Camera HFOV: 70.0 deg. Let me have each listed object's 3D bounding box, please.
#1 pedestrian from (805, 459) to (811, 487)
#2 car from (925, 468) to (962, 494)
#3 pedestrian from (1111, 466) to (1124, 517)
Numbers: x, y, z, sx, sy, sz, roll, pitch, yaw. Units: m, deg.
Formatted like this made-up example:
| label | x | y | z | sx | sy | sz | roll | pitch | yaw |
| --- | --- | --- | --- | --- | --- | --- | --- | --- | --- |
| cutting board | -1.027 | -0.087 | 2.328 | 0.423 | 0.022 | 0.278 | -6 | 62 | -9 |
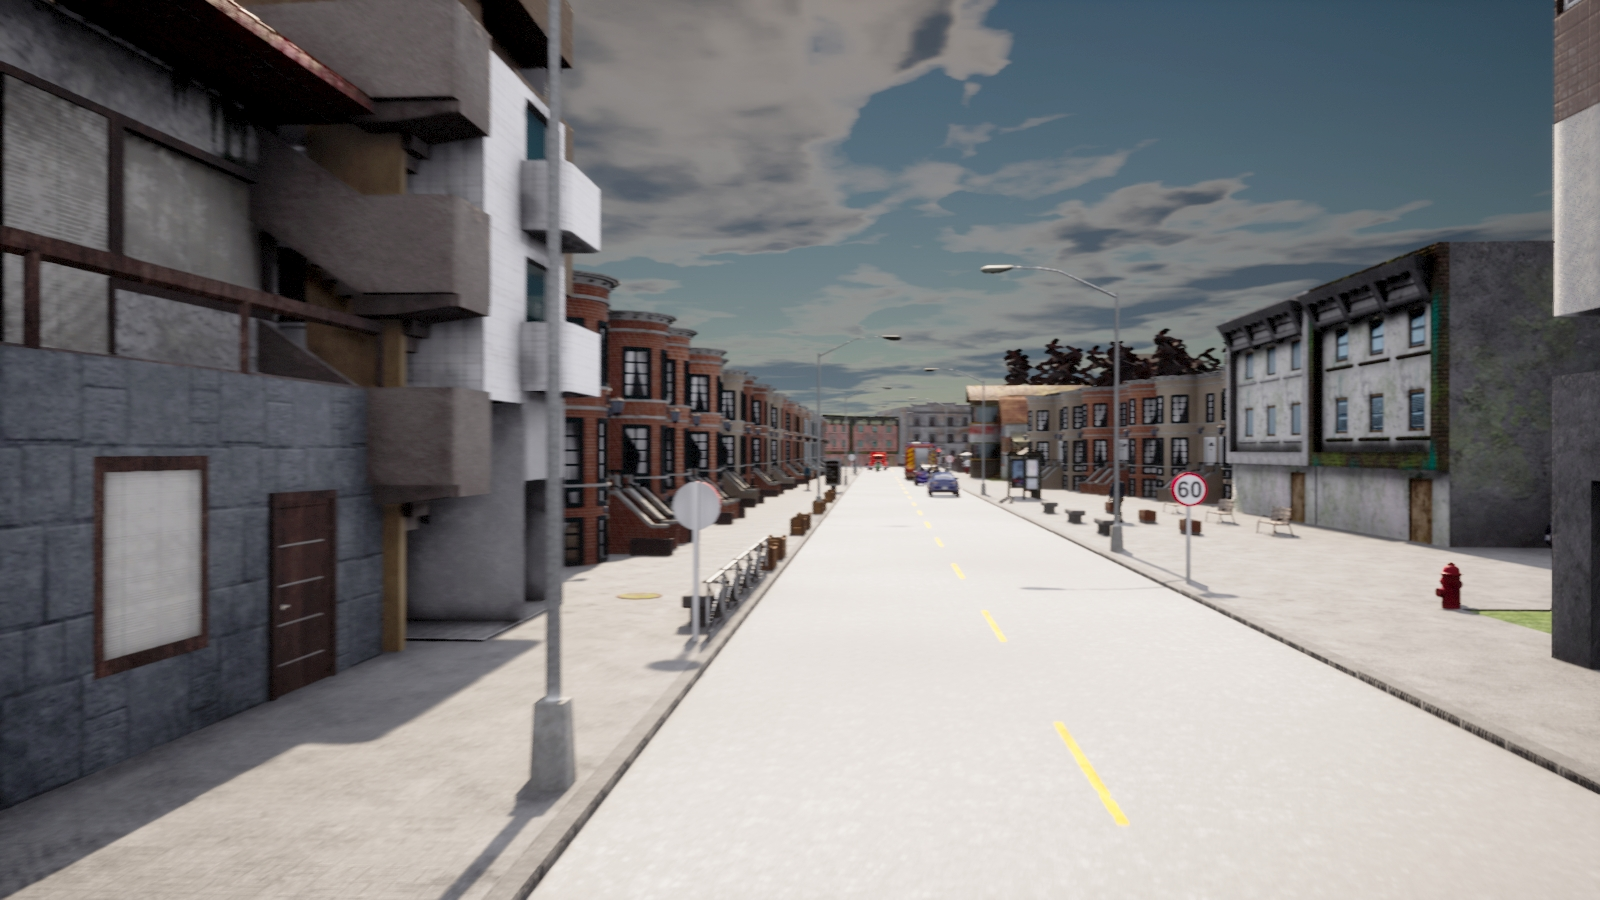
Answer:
| label | x | y | z | sx | sy | sz | roll | pitch | yaw |
| --- | --- | --- | --- | --- | --- | --- | --- | --- | --- |
| pedestrian | 0.524 | 1.526 | 76.010 | 0.375 | 1.860 | 0.375 | 0 | 0 | -5 |
| car | 8.780 | 1.871 | 70.267 | 2.002 | 1.442 | 4.674 | 0 | 0 | 4 |
| pedestrian | 11.744 | 1.538 | 42.258 | 0.375 | 1.860 | 0.375 | 0 | 0 | 1 |
